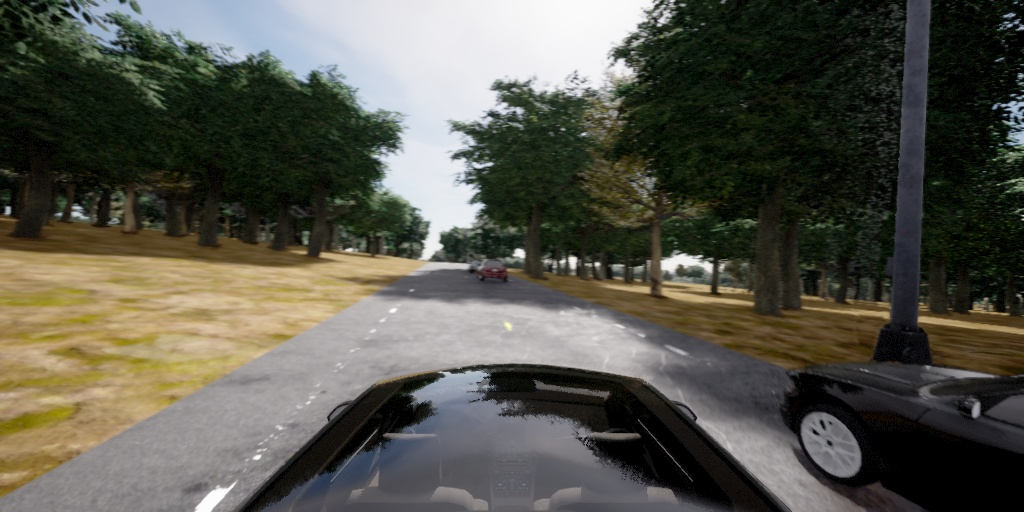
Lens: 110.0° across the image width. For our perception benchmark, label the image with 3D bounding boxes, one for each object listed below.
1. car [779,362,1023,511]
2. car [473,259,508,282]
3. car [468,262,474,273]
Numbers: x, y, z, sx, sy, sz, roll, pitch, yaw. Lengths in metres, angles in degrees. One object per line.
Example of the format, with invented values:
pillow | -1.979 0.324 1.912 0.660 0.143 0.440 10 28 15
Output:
car | 4.222 1.404 2.006 1.882 1.535 5.008 1 0 -10
car | -1.666 1.058 29.060 2.097 1.767 4.553 3 0 -10
car | -3.850 1.216 40.396 1.994 1.385 4.181 3 0 -10
